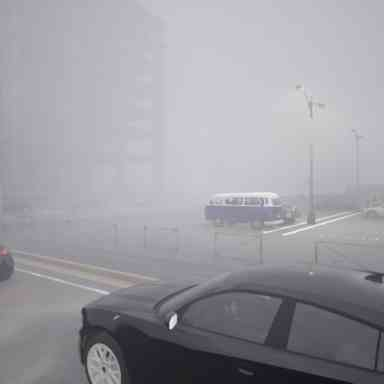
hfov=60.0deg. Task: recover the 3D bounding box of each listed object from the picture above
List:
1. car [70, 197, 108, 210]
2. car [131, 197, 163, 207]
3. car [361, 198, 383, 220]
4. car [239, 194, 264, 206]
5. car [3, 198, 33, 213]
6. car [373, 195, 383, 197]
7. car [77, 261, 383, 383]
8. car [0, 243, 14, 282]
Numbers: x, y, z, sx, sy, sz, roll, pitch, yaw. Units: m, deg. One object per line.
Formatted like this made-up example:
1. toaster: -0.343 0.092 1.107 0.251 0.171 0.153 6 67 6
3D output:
1. car: -12.882 1.418 41.730 1.882 1.535 5.008 0 0 35
2. car: -6.719 1.488 50.388 2.033 1.411 5.357 0 0 36
3. car: 14.757 1.395 24.709 3.806 1.475 1.970 0 0 36
4. car: 11.455 1.542 63.559 1.895 1.301 4.718 0 0 35
5. car: -18.723 1.418 33.525 1.882 1.535 5.008 0 0 35
6. car: 17.981 1.153 29.262 4.605 1.855 1.932 0 0 36
7. car: 0.900 1.478 3.352 5.008 1.535 1.882 0 0 36
8. car: -6.422 1.562 8.560 4.181 1.385 1.994 0 0 36
